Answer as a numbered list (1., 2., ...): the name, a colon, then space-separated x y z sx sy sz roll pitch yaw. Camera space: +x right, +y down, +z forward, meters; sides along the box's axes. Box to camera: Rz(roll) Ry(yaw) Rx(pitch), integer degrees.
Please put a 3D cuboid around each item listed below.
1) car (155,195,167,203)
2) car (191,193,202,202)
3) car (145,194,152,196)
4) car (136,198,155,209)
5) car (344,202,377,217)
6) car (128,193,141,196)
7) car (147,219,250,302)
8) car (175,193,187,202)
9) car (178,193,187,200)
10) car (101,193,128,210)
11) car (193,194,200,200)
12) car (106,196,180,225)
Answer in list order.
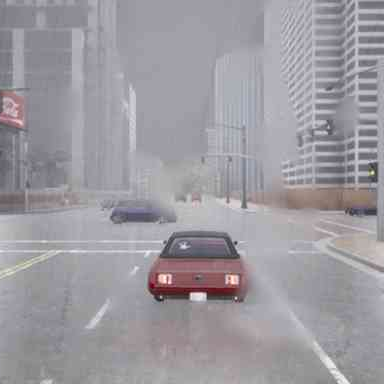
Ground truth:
1. car: -6.136 1.461 67.215 1.882 1.535 5.008 0 0 1
2. car: 0.966 1.198 73.292 2.150 2.045 5.566 0 0 1
3. car: -6.349 1.550 56.766 1.994 1.385 4.181 0 0 0
4. car: -6.489 1.589 46.764 1.895 1.301 4.718 0 0 1
5. car: 16.512 1.593 30.358 4.718 1.301 1.895 0 0 0
6. car: -9.900 1.209 51.965 2.150 2.045 5.566 0 0 1
7. car: 0.206 1.599 8.219 1.895 1.301 4.718 0 0 2
8. car: -2.533 1.198 73.339 2.150 2.045 5.566 0 0 1
9. car: -2.390 1.164 83.979 2.097 1.767 4.553 0 0 1
10. car: -10.049 1.342 42.382 2.097 1.767 4.553 0 0 1
11. car: 1.110 1.333 83.962 1.812 1.442 4.674 0 0 1
12. car: -3.332 1.346 23.318 4.553 1.767 2.097 0 0 0
